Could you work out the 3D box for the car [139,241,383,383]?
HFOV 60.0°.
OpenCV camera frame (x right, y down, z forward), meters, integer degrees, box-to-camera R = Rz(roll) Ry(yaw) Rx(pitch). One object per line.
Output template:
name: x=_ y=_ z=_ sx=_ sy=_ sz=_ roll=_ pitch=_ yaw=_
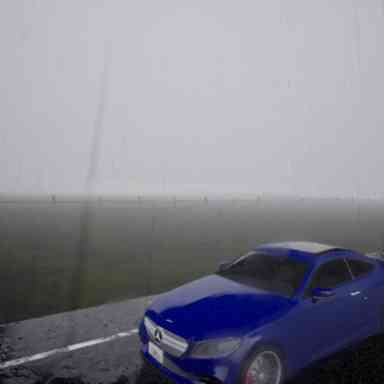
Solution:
car: x=1.498 y=1.549 z=5.069 sx=4.674 sy=1.442 sz=1.812 roll=0 pitch=0 yaw=-35
